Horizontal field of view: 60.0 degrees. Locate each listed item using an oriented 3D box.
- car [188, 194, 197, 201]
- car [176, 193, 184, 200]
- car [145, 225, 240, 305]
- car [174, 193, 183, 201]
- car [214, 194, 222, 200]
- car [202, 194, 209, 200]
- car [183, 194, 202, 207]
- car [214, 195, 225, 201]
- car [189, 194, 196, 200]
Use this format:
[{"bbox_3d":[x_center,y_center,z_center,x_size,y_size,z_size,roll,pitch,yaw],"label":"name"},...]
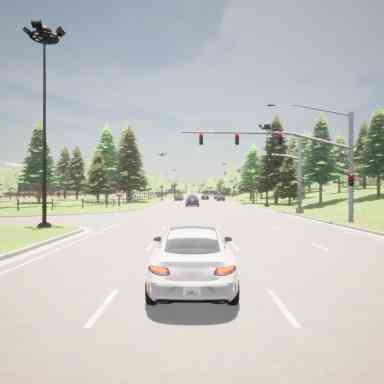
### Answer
[{"bbox_3d":[0.125,1.347,82.840,2.097,1.767,4.553,0,0,0],"label":"car"},{"bbox_3d":[-3.360,1.187,92.848,2.097,1.767,4.553,0,0,0],"label":"car"},{"bbox_3d":[0.018,1.526,7.937,1.812,1.442,4.674,0,0,0],"label":"car"},{"bbox_3d":[-3.375,1.544,82.842,1.994,1.385,4.181,0,0,0],"label":"car"},{"bbox_3d":[7.140,1.385,92.862,1.994,1.385,4.181,0,0,0],"label":"car"},{"bbox_3d":[3.640,1.355,93.251,2.097,1.767,4.553,0,0,0],"label":"car"},{"bbox_3d":[0.078,1.352,51.810,2.097,1.767,4.553,0,0,0],"label":"car"},{"bbox_3d":[7.124,1.517,82.442,2.128,1.511,4.902,0,0,0],"label":"car"},{"bbox_3d":[0.140,1.332,92.873,1.837,1.490,4.892,0,0,0],"label":"car"}]
